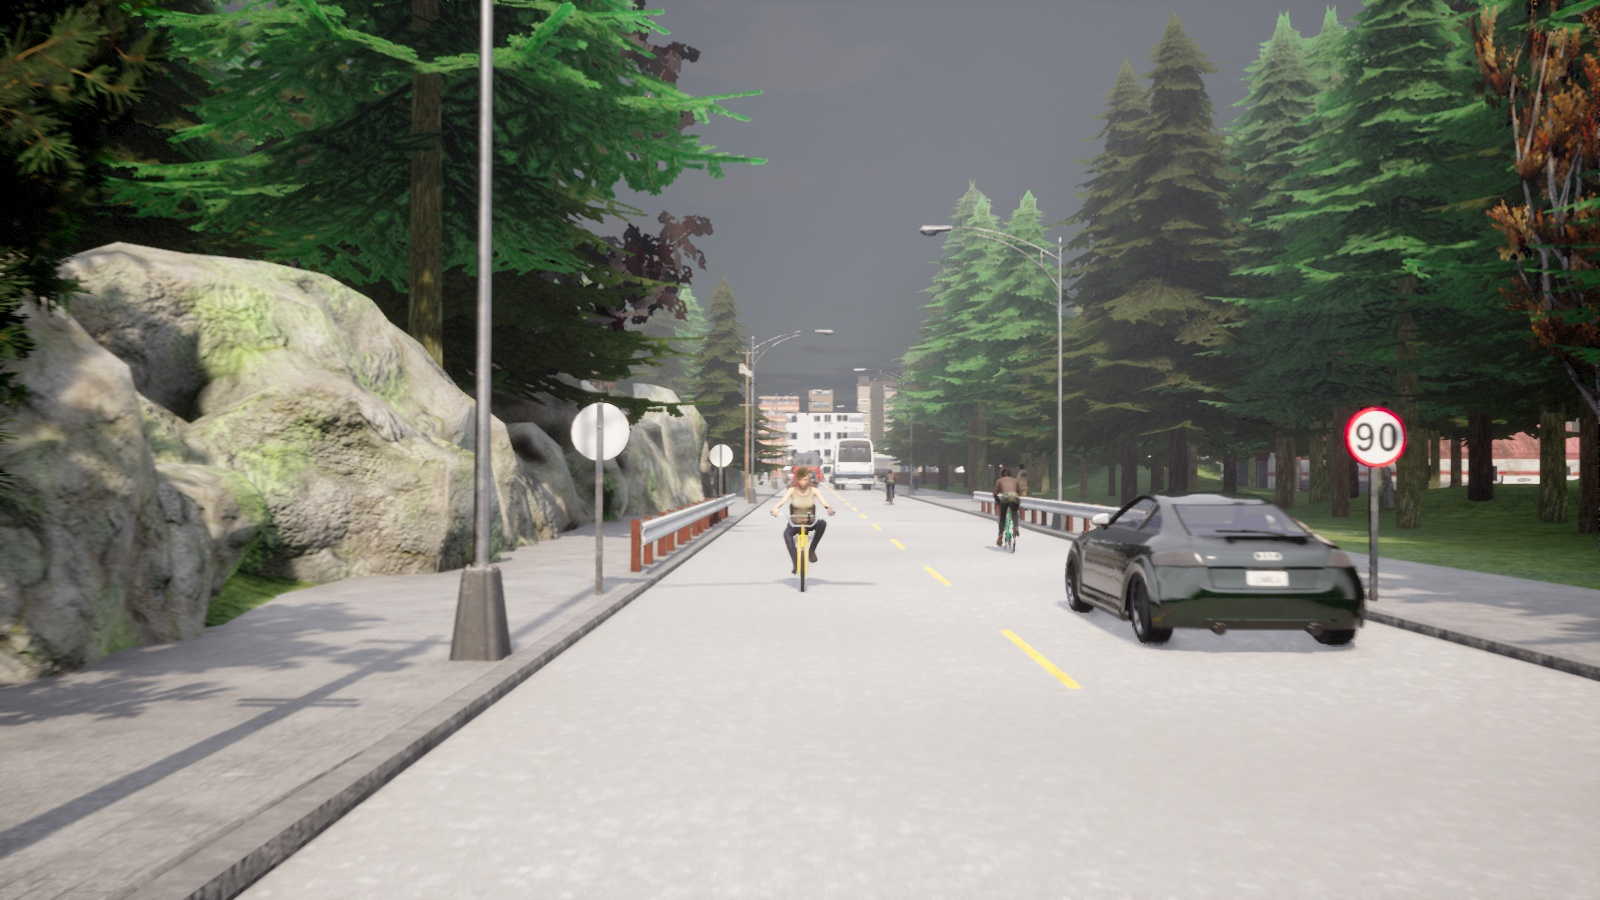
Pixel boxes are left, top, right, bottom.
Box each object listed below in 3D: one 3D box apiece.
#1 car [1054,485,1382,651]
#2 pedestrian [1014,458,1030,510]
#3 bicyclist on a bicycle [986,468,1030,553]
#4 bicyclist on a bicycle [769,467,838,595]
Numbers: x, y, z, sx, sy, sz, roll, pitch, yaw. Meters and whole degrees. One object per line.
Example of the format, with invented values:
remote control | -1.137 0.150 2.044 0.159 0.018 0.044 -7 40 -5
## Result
car | 4.036 1.080 12.964 1.994 1.385 4.181 0 -1 0
pedestrian | 8.337 1.282 47.173 0.396 1.930 0.692 0 -1 -9
bicyclist on a bicycle | 4.068 1.165 24.652 0.582 1.620 1.656 0 -1 0
bicyclist on a bicycle | 0.054 1.029 16.610 0.866 1.612 1.509 0 -1 1
